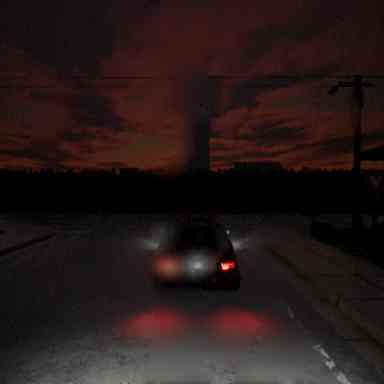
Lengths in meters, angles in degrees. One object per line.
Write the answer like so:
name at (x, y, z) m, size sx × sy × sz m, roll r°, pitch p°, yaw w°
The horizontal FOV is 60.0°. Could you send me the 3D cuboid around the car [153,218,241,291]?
car at (0.098, 1.406, 8.775) m, size 2.033 × 1.411 × 5.357 m, roll 0°, pitch 1°, yaw 0°
